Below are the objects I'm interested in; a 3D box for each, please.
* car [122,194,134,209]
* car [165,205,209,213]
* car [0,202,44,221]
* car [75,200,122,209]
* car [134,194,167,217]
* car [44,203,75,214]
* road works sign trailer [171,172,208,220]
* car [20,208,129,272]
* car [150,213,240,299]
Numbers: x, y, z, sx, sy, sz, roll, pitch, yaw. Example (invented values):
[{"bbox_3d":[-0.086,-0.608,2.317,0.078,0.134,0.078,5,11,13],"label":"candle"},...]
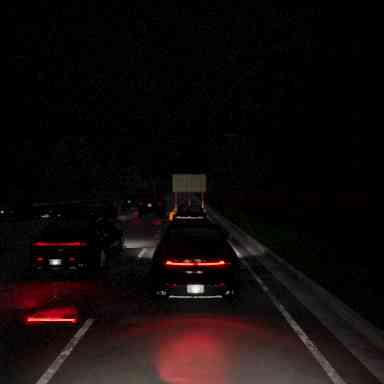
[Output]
[{"bbox_3d":[-7.242,1.223,41.050,2.150,2.045,5.566,0,0,0],"label":"car"},{"bbox_3d":[-0.068,1.488,18.828,2.128,1.511,4.902,0,0,1],"label":"car"},{"bbox_3d":[-14.114,1.547,27.388,2.033,1.411,5.357,0,0,0],"label":"car"},{"bbox_3d":[-7.098,1.477,25.840,1.882,1.535,5.008,0,0,-1],"label":"car"},{"bbox_3d":[-3.645,1.222,31.119,2.150,2.045,5.566,0,0,-1],"label":"car"},{"bbox_3d":[-10.626,1.601,28.792,1.895,1.301,4.718,0,0,-1],"label":"car"},{"bbox_3d":[-0.186,0.464,22.698,2.380,3.560,2.880,0,0,-3],"label":"road works sign trailer"},{"bbox_3d":[-3.470,1.506,10.823,1.837,1.490,4.892,0,0,0],"label":"car"},{"bbox_3d":[0.047,1.505,8.439,1.837,1.490,4.892,0,0,0],"label":"car"}]
